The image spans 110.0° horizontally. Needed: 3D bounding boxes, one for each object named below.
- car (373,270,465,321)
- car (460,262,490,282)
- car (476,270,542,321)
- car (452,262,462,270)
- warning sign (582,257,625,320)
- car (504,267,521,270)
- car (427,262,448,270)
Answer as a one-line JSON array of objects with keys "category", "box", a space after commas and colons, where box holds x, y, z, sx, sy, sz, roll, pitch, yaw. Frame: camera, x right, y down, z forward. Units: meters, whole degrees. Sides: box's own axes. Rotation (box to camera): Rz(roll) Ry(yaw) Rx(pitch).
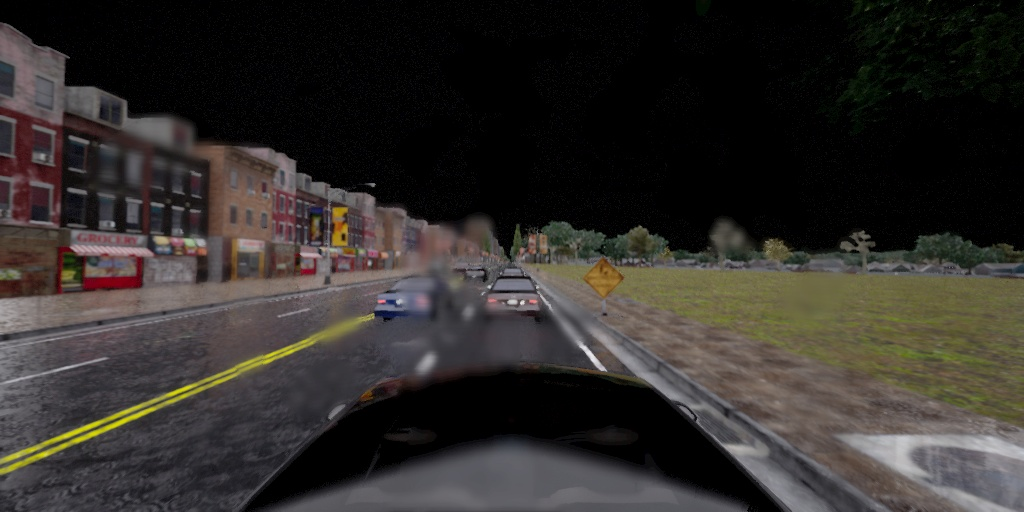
[{"category": "car", "box": [-3.188, 1.411, 12.917, 2.033, 1.411, 5.357, 0, -1, 0]}, {"category": "car", "box": [-3.169, 1.568, 32.952, 2.128, 1.511, 4.902, 0, -1, 0]}, {"category": "car", "box": [0.062, 1.411, 12.923, 2.033, 1.411, 5.357, 0, -1, 0]}, {"category": "car", "box": [-6.592, 1.593, 47.680, 2.097, 1.767, 4.553, 0, -1, 0]}, {"category": "warning sign", "box": [2.849, 0.960, 11.085, 1.300, 1.860, 1.060, 0, 0, 0]}, {"category": "car", "box": [0.062, 1.569, 27.950, 2.033, 1.411, 5.357, 0, -1, 0]}, {"category": "car", "box": [-9.842, 1.592, 47.606, 2.097, 1.767, 4.553, 0, -1, 0]}]
